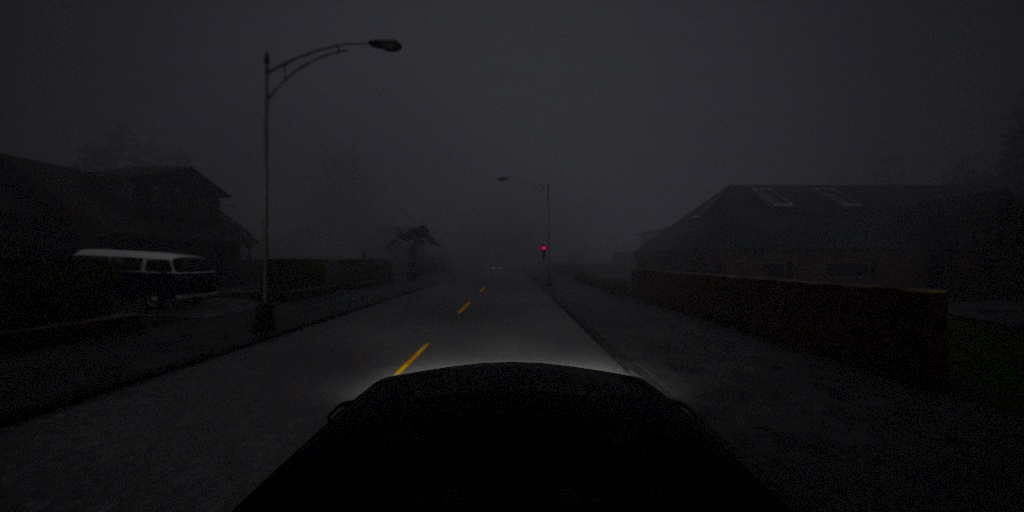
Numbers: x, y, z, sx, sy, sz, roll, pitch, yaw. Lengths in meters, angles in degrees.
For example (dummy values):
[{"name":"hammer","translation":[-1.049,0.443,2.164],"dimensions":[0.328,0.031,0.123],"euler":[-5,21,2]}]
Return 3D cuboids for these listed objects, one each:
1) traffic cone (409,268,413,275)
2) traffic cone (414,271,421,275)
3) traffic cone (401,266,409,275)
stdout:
[{"name":"traffic cone","translation":[-15.370,2.122,53.463],"dimensions":[0.344,0.586,0.344],"euler":[0,0,0]},{"name":"traffic cone","translation":[-14.370,2.157,54.502],"dimensions":[0.344,0.586,0.344],"euler":[0,0,0]},{"name":"traffic cone","translation":[-15.731,2.119,52.893],"dimensions":[0.344,0.586,0.344],"euler":[0,0,0]}]
